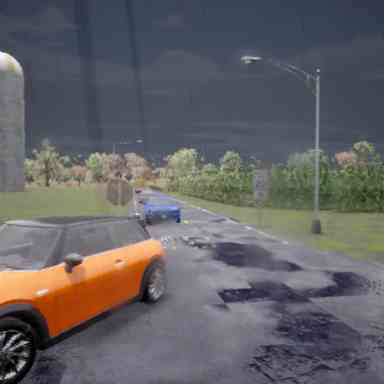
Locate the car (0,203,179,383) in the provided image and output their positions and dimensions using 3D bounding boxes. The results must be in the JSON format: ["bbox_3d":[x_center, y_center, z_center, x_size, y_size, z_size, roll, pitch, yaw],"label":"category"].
[{"bbox_3d":[-2.265,1.186,5.209,2.097,1.767,4.553,1,0,26],"label":"car"}]

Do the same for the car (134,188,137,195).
[{"bbox_3d":[-9.665,-0.110,61.372,1.895,1.301,4.718,0,2,-11],"label":"car"}]

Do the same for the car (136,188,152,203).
[{"bbox_3d":[-4.946,0.513,36.834,1.812,1.442,4.674,0,2,-11],"label":"car"}]

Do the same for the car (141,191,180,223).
[{"bbox_3d":[-1.878,0.946,19.862,1.882,1.535,5.008,0,2,-10],"label":"car"}]
